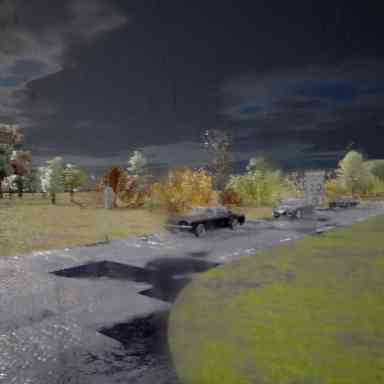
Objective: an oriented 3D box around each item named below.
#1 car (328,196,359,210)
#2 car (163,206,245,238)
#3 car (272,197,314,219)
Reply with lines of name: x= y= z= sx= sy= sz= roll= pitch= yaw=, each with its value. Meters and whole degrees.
car: x=15.730 y=1.102 z=34.443 sx=1.895 sy=1.301 sz=4.718 roll=0 pitch=1 yaw=41
car: x=0.721 y=1.426 z=16.969 sx=1.895 sy=1.301 sz=4.718 roll=0 pitch=1 yaw=40
car: x=7.832 y=1.172 z=25.259 sx=1.837 sy=1.490 sz=4.892 roll=0 pitch=1 yaw=41
